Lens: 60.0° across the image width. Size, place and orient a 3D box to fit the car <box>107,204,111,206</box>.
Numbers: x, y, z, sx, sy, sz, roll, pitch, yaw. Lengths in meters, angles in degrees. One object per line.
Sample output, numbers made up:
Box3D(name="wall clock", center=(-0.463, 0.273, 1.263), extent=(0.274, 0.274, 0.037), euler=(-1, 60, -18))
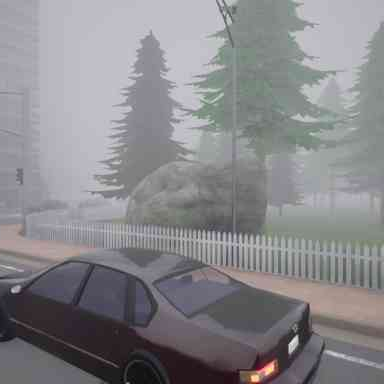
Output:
Box3D(name="car", center=(-14.333, 1.296, 54.215), extent=(2.097, 1.767, 4.553), euler=(0, 0, -12))

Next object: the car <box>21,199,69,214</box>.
Box3D(name="car", center=(-15.252, 1.492, 34.937), extent=(2.033, 1.411, 5.357), euler=(0, 0, 17))

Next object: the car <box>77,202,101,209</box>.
Box3D(name="car", center=(-13.586, 1.545, 44.429), extent=(1.895, 1.301, 4.718), euler=(0, 0, 3))

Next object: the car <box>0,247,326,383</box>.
Box3D(name="car", center=(-1.046, 1.547, 4.736), extent=(5.357, 1.411, 2.033), euler=(0, 0, 35))
